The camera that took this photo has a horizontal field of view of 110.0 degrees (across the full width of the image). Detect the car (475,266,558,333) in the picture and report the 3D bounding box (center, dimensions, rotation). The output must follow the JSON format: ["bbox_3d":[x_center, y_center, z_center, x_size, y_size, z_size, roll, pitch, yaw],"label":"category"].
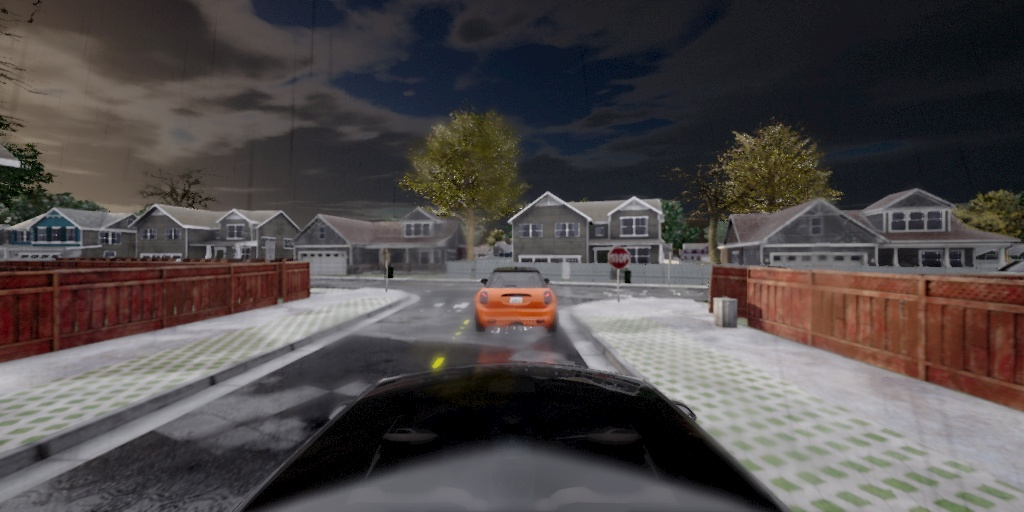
[{"bbox_3d":[0.106,1.089,10.845,2.097,1.767,4.553,0,0,0],"label":"car"}]

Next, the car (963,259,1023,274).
[{"bbox_3d":[22.996,1.084,15.305,5.566,2.045,2.150,0,0,20],"label":"car"}]

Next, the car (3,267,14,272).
[{"bbox_3d":[-46.222,1.064,31.881,4.181,1.385,1.994,0,0,8],"label":"car"}]

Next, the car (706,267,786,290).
[{"bbox_3d":[12.917,1.312,18.728,4.892,1.490,1.837,0,0,18],"label":"car"}]
